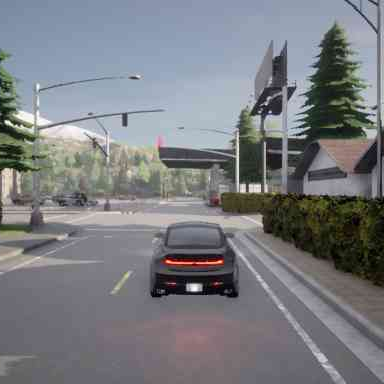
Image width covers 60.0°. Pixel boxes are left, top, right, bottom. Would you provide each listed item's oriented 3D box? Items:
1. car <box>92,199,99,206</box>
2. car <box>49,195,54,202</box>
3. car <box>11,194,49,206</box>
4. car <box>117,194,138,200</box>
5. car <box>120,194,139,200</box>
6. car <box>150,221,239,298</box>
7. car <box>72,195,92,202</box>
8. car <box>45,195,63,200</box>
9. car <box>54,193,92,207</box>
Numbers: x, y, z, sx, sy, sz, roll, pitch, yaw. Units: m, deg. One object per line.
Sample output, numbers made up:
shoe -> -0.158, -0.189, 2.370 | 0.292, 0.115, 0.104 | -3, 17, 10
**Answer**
car -> -16.167, 1.361, 50.278 | 3.806, 1.475, 1.970 | 0, 0, 0
car -> -24.005, 1.298, 62.653 | 4.514, 1.523, 2.007 | 0, 0, 0
car -> -24.646, 1.097, 50.192 | 4.605, 1.855, 1.932 | 0, 0, 0
car -> -16.411, 1.330, 84.534 | 5.027, 1.636, 2.152 | 0, 0, 0
car -> -16.481, 1.339, 87.671 | 4.514, 1.523, 2.007 | 0, 0, 0
car -> 0.061, 1.505, 8.527 | 1.837, 1.490, 4.892 | 0, 0, 0
car -> -24.018, 1.319, 72.646 | 3.633, 1.501, 1.845 | 0, 0, 0
car -> -35.077, 1.384, 84.577 | 3.806, 1.475, 1.970 | 0, 0, 0
car -> -16.760, 1.077, 46.950 | 3.866, 1.878, 1.905 | 0, 0, 0
